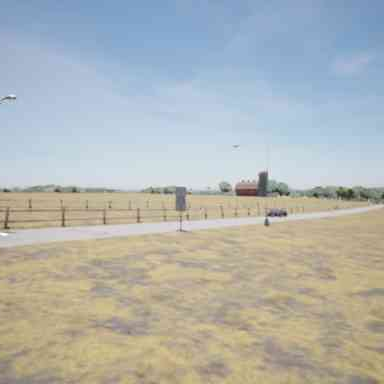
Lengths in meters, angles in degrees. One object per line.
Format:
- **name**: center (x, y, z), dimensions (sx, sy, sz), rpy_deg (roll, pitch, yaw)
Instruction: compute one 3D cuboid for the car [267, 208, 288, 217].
- **car**: center (13.041, 3.101, 50.673), dimensions (1.994, 1.385, 4.181), rpy_deg (0, -2, 35)
